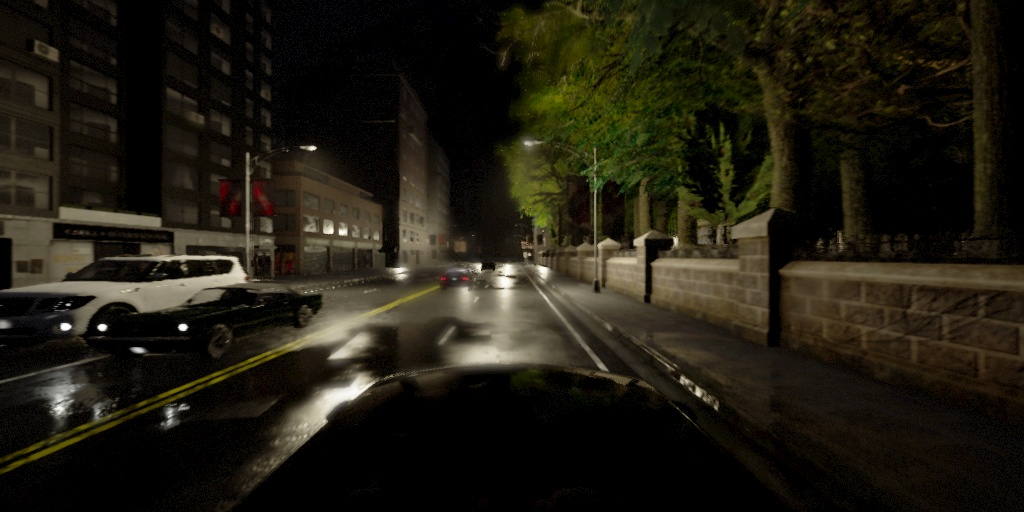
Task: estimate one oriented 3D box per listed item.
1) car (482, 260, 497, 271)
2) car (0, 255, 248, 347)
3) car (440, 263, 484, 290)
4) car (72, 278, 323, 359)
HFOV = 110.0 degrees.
[{"bbox_3d":[-3.187,1.243,49.722,1.882,1.535,5.008,0,0,0],"label":"car"},{"bbox_3d":[-9.856,0.980,9.706,2.150,2.045,5.566,0,0,0],"label":"car"},{"bbox_3d":[-3.165,1.305,22.216,2.033,1.411,5.357,0,0,0],"label":"car"},{"bbox_3d":[-6.604,1.357,8.549,1.895,1.301,4.718,0,0,0],"label":"car"}]
